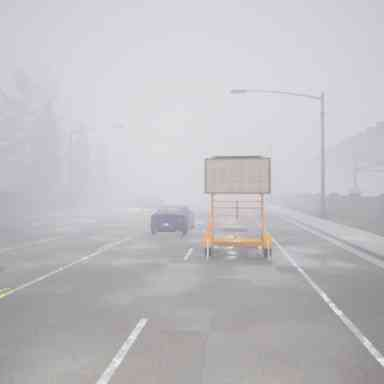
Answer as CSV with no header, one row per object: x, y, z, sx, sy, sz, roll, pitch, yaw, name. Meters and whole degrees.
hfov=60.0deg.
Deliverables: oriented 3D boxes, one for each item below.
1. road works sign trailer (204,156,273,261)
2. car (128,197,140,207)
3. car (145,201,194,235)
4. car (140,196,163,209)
1.675,0.469,12.373,2.380,3.560,2.880,0,0,6,road works sign trailer
-8.242,1.506,50.544,2.128,1.511,4.902,0,0,6,car
-0.997,1.484,18.947,1.882,1.535,5.008,0,0,7,car
-5.222,1.367,45.799,2.097,1.767,4.553,0,0,6,car
